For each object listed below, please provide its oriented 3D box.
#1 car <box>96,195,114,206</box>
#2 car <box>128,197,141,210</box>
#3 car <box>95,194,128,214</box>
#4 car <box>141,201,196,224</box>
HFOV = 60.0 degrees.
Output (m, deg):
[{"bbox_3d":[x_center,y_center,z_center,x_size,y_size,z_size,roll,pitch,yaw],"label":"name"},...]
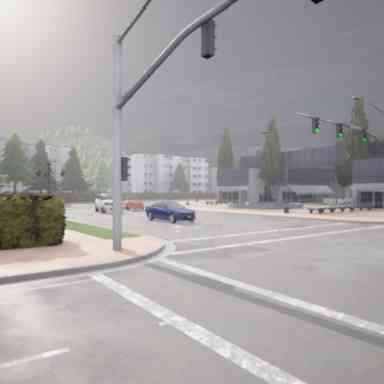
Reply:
[{"bbox_3d":[-14.253,1.358,54.649,2.097,1.767,4.553,0,0,-4],"label":"car"},{"bbox_3d":[-7.691,1.358,42.195,2.097,1.767,4.553,0,0,-22],"label":"car"},{"bbox_3d":[-9.069,1.228,36.158,2.150,2.045,5.566,0,0,-28],"label":"car"},{"bbox_3d":[-1.698,1.482,25.454,1.882,1.535,5.008,0,0,-37],"label":"car"}]
